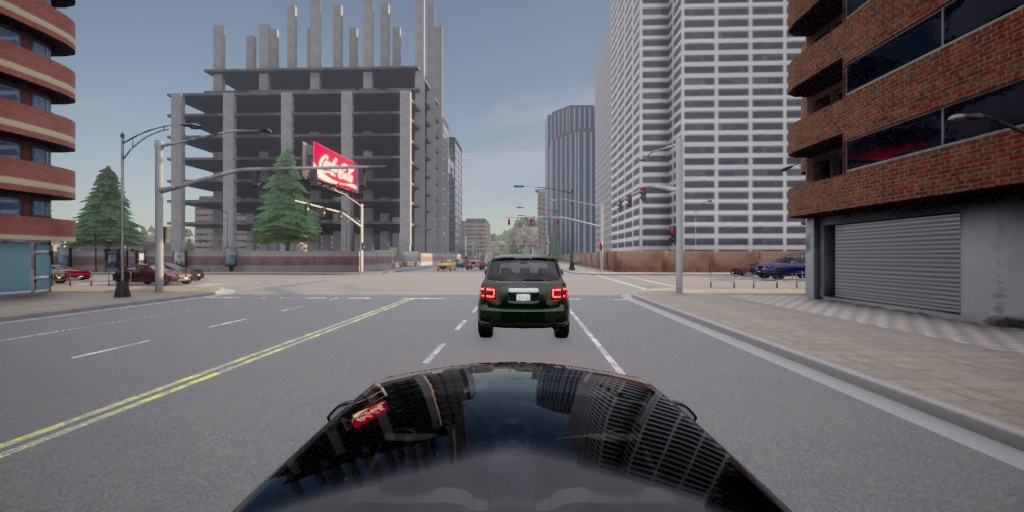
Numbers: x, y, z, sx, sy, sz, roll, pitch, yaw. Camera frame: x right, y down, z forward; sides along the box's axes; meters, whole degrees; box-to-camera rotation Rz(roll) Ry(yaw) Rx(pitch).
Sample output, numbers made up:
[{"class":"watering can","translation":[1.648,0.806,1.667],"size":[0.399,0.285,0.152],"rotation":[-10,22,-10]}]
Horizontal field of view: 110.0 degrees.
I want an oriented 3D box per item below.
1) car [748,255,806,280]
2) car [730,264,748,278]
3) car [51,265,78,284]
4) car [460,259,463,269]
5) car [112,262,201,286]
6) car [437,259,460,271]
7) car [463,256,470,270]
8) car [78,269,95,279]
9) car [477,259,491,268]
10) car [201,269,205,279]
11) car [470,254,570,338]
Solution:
[{"class":"car","translation":[23.782,0.971,30.394],"size":[5.566,2.045,2.150],"rotation":[0,0,2]},{"class":"car","translation":[23.400,1.227,33.907],"size":[5.008,1.535,1.882],"rotation":[0,0,2]},{"class":"car","translation":[-34.010,1.255,25.071],"size":[4.892,1.490,1.837],"rotation":[0,0,2]},{"class":"car","translation":[-8.504,1.228,58.310],"size":[1.882,1.535,5.008],"rotation":[0,0,2]},{"class":"car","translation":[-24.764,1.276,24.771],"size":[4.674,1.442,1.812],"rotation":[0,0,2]},{"class":"car","translation":[-8.867,1.228,48.894],"size":[1.882,1.535,5.008],"rotation":[0,0,2]},{"class":"car","translation":[-5.235,0.971,52.145],"size":[2.150,2.045,5.566],"rotation":[0,0,2]},{"class":"car","translation":[-36.570,1.351,28.657],"size":[4.718,1.301,1.895],"rotation":[0,0,2]},{"class":"car","translation":[-4.844,1.276,62.161],"size":[1.812,1.442,4.674],"rotation":[0,0,3]},{"class":"car","translation":[-27.207,1.228,28.352],"size":[5.008,1.535,1.882],"rotation":[0,0,2]},{"class":"car","translation":[0.338,0.971,10.319],"size":[2.150,2.045,5.566],"rotation":[0,0,2]}]
